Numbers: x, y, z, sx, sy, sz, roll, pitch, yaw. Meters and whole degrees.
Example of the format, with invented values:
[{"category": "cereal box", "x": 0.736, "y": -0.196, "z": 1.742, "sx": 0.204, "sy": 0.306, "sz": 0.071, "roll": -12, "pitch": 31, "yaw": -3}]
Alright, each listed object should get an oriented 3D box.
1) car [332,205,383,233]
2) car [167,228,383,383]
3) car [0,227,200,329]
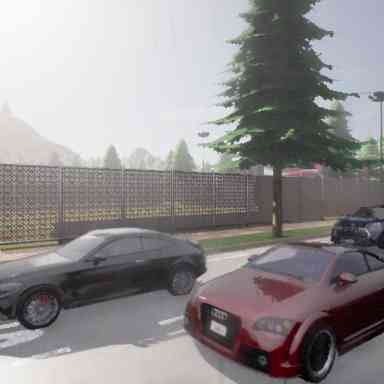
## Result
[{"category": "car", "x": 8.021, "y": 1.354, "z": 14.419, "sx": 4.553, "sy": 1.767, "sz": 2.097, "roll": 0, "pitch": 0, "yaw": -37}, {"category": "car", "x": 1.933, "y": 1.563, "z": 5.468, "sx": 4.181, "sy": 1.385, "sz": 1.994, "roll": 0, "pitch": 0, "yaw": -37}, {"category": "car", "x": -1.766, "y": 1.526, "z": 7.067, "sx": 4.674, "sy": 1.442, "sz": 1.812, "roll": 0, "pitch": 0, "yaw": -37}]
